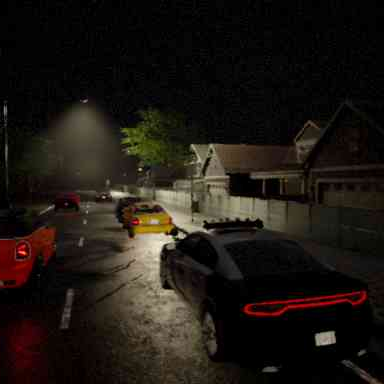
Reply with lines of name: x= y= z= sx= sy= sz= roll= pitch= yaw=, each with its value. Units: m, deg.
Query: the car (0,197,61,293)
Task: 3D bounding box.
car: x=-4.664 y=1.187 z=8.274 sx=2.097 sy=1.767 sz=4.553 roll=-1 pitch=1 yaw=-17

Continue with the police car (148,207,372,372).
police car: x=0.668 y=1.293 z=5.988 sx=1.930 sy=1.638 sz=5.238 roll=-1 pitch=1 yaw=-17

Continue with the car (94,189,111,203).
car: x=-11.234 y=0.582 z=42.144 sx=1.994 sy=1.385 sz=4.181 roll=-1 pitch=2 yaw=-17

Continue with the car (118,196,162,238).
car: x=-2.227 y=1.121 z=15.641 sx=1.801 sy=1.575 sz=5.366 roll=-1 pitch=1 yaw=-17

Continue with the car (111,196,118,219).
car: x=-3.896 y=1.045 z=21.205 sx=1.837 sy=1.490 sz=4.892 roll=-1 pitch=1 yaw=-17

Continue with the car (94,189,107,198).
car: x=-15.477 y=0.188 z=56.162 sx=2.033 sy=1.411 sz=5.357 roll=-1 pitch=2 yaw=-17

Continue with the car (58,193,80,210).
car: x=-11.236 y=0.812 z=30.184 sx=1.882 sy=1.535 sz=5.008 roll=-1 pitch=2 yaw=-17
